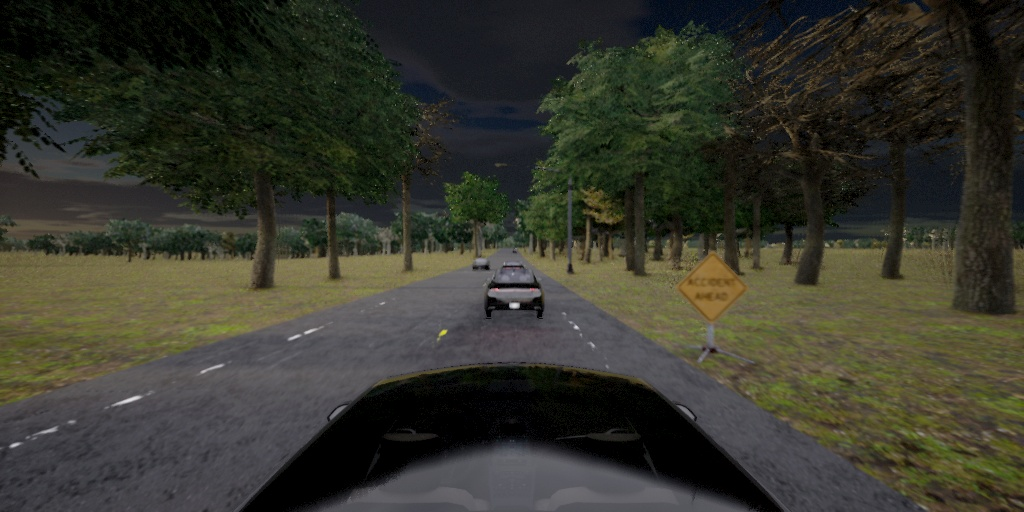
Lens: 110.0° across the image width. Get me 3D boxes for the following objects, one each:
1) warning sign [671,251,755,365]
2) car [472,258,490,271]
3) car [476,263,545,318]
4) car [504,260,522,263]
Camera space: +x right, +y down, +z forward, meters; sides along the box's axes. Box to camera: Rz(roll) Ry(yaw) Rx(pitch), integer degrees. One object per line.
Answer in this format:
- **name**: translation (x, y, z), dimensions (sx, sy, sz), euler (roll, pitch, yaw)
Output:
- **warning sign**: translation (3.548, 0.846, 6.436), dimensions (1.300, 1.860, 1.060), euler (0, 0, 0)
- **car**: translation (-3.601, 0.960, 42.501), dimensions (1.882, 1.535, 5.008), euler (0, 1, 0)
- **car**: translation (0.080, 1.186, 12.658), dimensions (2.128, 1.511, 4.902), euler (0, 0, 0)
- **car**: translation (0.076, 1.084, 28.163), dimensions (2.128, 1.511, 4.902), euler (0, 0, 0)
